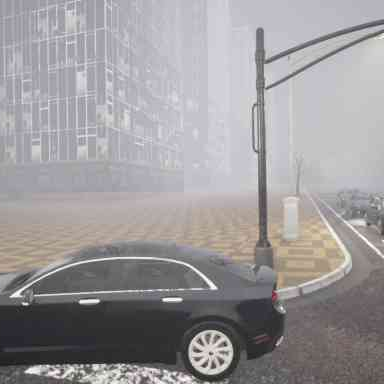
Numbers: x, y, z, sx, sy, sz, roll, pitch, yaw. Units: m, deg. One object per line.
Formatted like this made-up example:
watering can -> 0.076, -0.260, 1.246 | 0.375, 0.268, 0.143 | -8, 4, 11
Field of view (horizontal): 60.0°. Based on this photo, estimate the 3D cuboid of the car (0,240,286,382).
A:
car -> -1.173, 1.505, 4.800 | 4.892, 1.490, 1.837 | 0, 0, 0

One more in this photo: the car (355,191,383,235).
car -> 8.846, 0.928, 14.510 | 2.128, 1.511, 4.902 | -1, 2, 18

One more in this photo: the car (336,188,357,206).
car -> 12.799, 0.454, 26.897 | 2.128, 1.511, 4.902 | -1, 2, 18

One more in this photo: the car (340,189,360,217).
car -> 10.849, 0.759, 20.819 | 1.994, 1.385, 4.181 | -1, 2, 17
